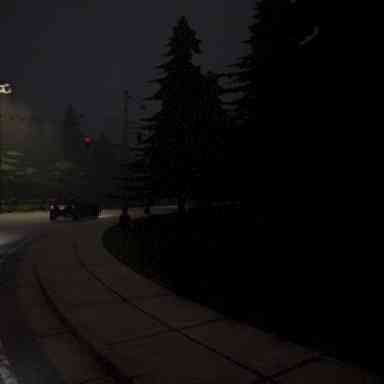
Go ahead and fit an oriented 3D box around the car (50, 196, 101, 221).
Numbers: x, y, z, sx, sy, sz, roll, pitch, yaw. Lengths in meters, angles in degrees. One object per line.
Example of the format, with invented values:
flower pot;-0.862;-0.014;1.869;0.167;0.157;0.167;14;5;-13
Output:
car;-8.675;1.139;25.155;2.097;1.767;4.553;1;0;9
